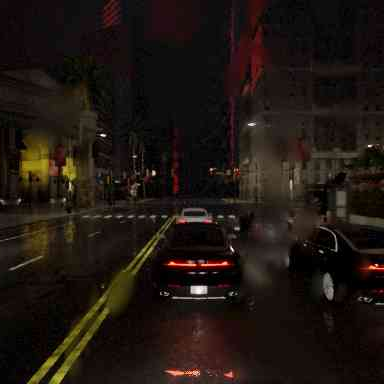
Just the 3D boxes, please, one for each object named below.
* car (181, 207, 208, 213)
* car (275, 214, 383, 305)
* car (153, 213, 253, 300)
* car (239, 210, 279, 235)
[{"bbox_3d":[0.118,1.525,17.478,1.812,1.442,4.674,0,0,0],"label":"car"},{"bbox_3d":[3.623,1.505,8.050,1.837,1.490,4.892,0,0,0],"label":"car"},{"bbox_3d":[0.120,1.505,8.378,1.837,1.490,4.892,0,0,0],"label":"car"},{"bbox_3d":[3.622,1.601,17.372,1.895,1.301,4.718,0,0,0],"label":"car"}]
